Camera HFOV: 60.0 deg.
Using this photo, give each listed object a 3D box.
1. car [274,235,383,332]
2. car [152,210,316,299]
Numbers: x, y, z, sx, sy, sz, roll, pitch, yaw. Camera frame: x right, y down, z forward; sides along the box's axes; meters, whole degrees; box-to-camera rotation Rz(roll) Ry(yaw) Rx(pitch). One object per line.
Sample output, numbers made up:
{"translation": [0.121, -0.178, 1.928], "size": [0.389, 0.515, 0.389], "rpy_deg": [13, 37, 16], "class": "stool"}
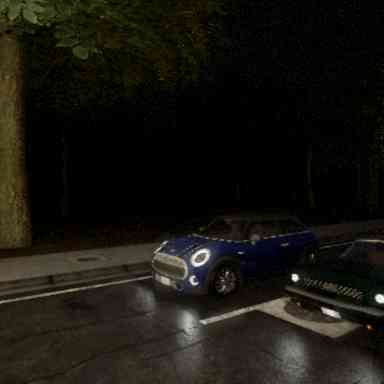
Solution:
{"translation": [3.978, 1.588, 6.533], "size": [4.718, 1.301, 1.895], "rpy_deg": [0, 0, -36], "class": "car"}
{"translation": [1.242, 1.342, 8.573], "size": [4.553, 1.767, 2.097], "rpy_deg": [0, 0, -36], "class": "car"}
